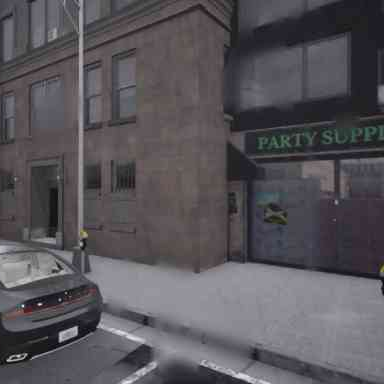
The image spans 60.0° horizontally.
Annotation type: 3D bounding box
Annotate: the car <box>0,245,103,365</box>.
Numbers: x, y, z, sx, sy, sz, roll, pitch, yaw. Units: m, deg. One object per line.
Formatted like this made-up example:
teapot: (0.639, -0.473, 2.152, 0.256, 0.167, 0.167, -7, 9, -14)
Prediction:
car: (-3.330, 1.550, 5.452, 4.403, 1.369, 2.008, 0, 0, 35)
